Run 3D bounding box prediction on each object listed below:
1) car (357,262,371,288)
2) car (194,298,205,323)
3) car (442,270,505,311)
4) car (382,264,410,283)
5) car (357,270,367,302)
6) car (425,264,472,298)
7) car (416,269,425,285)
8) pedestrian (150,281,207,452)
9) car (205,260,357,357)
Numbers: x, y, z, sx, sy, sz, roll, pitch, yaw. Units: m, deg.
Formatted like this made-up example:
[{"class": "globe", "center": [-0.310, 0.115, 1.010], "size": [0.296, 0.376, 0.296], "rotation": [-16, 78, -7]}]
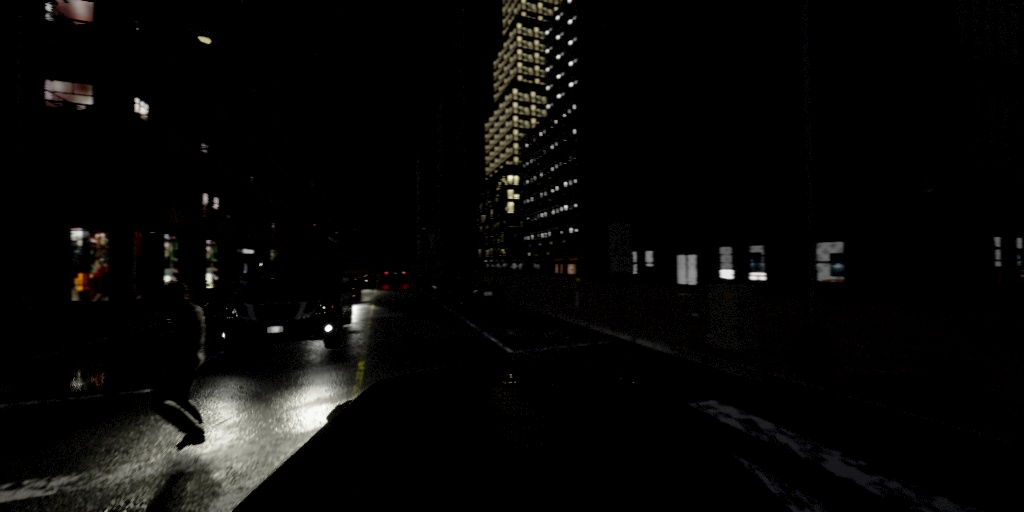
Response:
[{"class": "car", "center": [-12.686, 1.477, 29.073], "size": [2.150, 2.045, 5.566], "rotation": [0, -1, -20]}, {"class": "car", "center": [-9.488, 1.549, 12.761], "size": [1.888, 1.381, 4.507], "rotation": [0, 0, -20]}, {"class": "car", "center": [-1.617, 1.512, 15.635], "size": [1.948, 1.339, 4.313], "rotation": [0, 0, -20]}, {"class": "car", "center": [-11.488, 1.672, 35.099], "size": [2.097, 1.767, 4.553], "rotation": [0, -1, -20]}, {"class": "car", "center": [-9.018, 1.643, 19.008], "size": [1.994, 1.385, 4.181], "rotation": [0, -1, -20]}, {"class": "car", "center": [-3.511, 1.351, 20.822], "size": [2.192, 1.841, 5.009], "rotation": [0, 0, -20]}, {"class": "car", "center": [-7.299, 1.784, 31.196], "size": [1.948, 1.339, 4.313], "rotation": [0, 0, -20]}, {"class": "pedestrian", "center": [-3.549, 1.113, 3.853], "size": [0.375, 1.860, 0.375], "rotation": [0, -1, -20]}, {"class": "car", "center": [-5.609, 1.139, 9.657], "size": [2.150, 2.045, 5.566], "rotation": [0, -1, -20]}]
